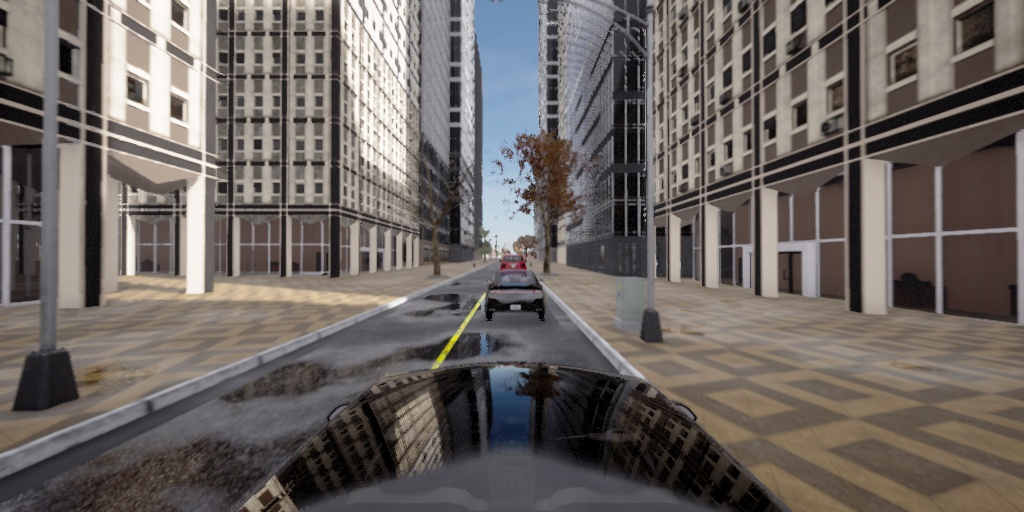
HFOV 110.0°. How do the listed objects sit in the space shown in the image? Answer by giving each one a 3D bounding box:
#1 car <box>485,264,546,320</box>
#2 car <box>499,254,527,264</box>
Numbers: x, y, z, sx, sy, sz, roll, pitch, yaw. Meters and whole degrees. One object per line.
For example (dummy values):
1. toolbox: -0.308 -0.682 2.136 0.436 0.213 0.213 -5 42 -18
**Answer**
1. car: 0.103 1.209 12.416 2.128 1.511 4.902 0 0 0
2. car: 0.107 0.883 30.553 2.150 2.045 5.566 0 0 0
